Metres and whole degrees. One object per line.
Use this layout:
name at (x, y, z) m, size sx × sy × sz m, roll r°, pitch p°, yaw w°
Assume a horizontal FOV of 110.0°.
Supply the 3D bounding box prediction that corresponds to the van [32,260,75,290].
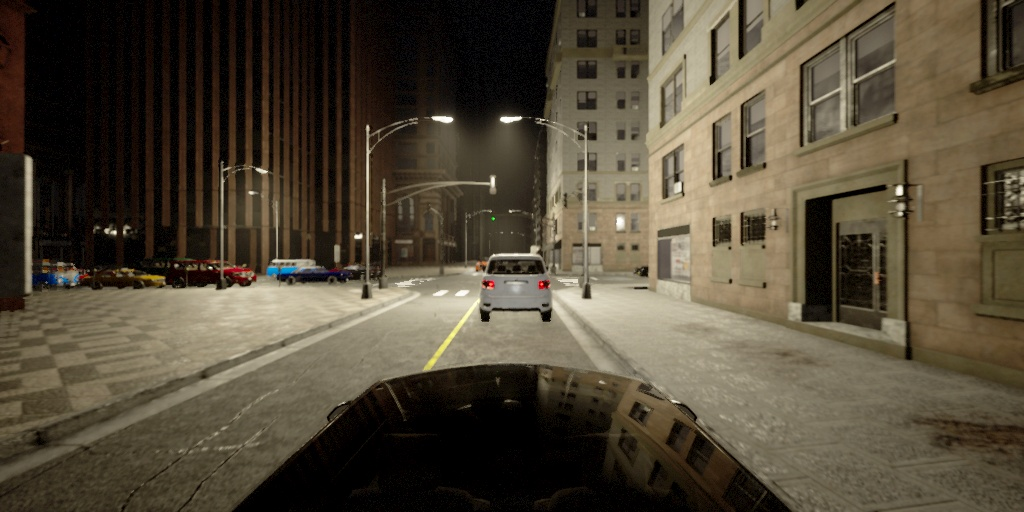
van at (-30.834, 1.353, 23.452) m, size 3.998 × 1.789 × 1.690 m, roll 0°, pitch 0°, yaw 0°

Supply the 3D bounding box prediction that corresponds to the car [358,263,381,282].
car at (-12.579, 1.361, 28.702) m, size 4.181 × 1.385 × 1.994 m, roll -1°, pitch 0°, yaw 6°

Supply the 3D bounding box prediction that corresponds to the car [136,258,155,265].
car at (-24.070, 1.154, 25.977) m, size 5.566 × 2.045 × 2.150 m, roll -1°, pitch 0°, yaw -1°

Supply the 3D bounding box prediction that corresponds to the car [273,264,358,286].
car at (-14.105, 1.413, 25.931) m, size 4.718 × 1.301 × 1.895 m, roll -1°, pitch 0°, yaw 0°

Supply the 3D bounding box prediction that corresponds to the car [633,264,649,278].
car at (12.314, 1.003, 28.989) m, size 4.892 × 1.490 × 1.837 m, roll -1°, pitch 0°, yaw 0°

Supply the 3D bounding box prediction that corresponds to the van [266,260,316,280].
van at (-19.549, 1.225, 31.917) m, size 3.998 × 1.789 × 1.690 m, roll 0°, pitch 0°, yaw 0°

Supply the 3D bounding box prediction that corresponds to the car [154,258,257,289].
car at (-19.586, 1.190, 23.391) m, size 5.009 × 1.841 × 2.192 m, roll 0°, pitch 0°, yaw 0°

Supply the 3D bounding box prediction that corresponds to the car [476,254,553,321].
car at (0.126, 0.935, 12.458) m, size 2.150 × 2.045 × 5.566 m, roll 0°, pitch 0°, yaw 0°

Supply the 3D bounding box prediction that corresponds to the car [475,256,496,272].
car at (-3.042, 0.942, 42.389) m, size 2.097 × 1.767 × 4.553 m, roll 0°, pitch 0°, yaw 1°

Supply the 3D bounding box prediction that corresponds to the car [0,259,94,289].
car at (-34.425, 1.280, 26.051) m, size 5.566 × 2.045 × 2.150 m, roll -1°, pitch 0°, yaw 0°

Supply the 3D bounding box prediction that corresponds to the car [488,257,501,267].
car at (-2.894, 0.989, 60.773) m, size 1.837 × 1.490 × 4.892 m, roll 0°, pitch 0°, yaw 1°

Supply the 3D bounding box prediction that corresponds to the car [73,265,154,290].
car at (-25.040, 1.469, 23.421) m, size 4.829 × 1.417 × 1.751 m, roll 0°, pitch 0°, yaw 0°
